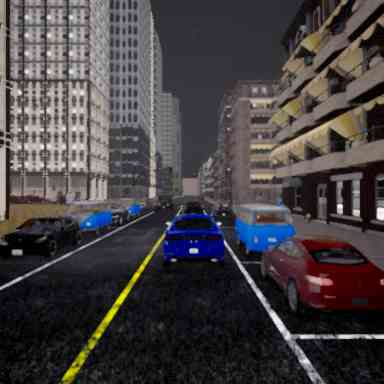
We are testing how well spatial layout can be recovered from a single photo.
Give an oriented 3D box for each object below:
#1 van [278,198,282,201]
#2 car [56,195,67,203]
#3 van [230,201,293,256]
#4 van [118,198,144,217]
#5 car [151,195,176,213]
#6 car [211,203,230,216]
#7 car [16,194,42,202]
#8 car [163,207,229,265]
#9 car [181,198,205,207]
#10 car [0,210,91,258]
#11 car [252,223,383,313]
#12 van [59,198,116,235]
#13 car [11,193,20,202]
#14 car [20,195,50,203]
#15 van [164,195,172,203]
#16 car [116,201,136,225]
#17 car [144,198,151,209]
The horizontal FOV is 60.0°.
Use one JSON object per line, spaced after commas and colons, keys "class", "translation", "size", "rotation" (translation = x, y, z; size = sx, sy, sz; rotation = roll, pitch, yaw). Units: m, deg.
{"class": "van", "translation": [16.896, 1.887, 57.666], "size": [3.998, 1.788, 1.690], "rotation": [1, -1, 0]}
{"class": "car", "translation": [-21.165, 1.251, 57.694], "size": [4.097, 1.590, 1.967], "rotation": [1, -1, 0]}
{"class": "van", "translation": [2.683, 1.379, 13.034], "size": [1.690, 1.788, 3.998], "rotation": [0, 0, 0]}
{"class": "van", "translation": [-5.708, 1.431, 29.975], "size": [1.690, 1.788, 3.998], "rotation": [0, 0, 0]}
{"class": "car", "translation": [-3.109, 1.341, 39.161], "size": [2.150, 2.045, 5.566], "rotation": [0, 0, 0]}
{"class": "car", "translation": [2.673, 1.641, 29.979], "size": [2.008, 1.369, 4.403], "rotation": [0, 0, 0]}
{"class": "car", "translation": [-32.402, 1.193, 66.039], "size": [4.206, 1.307, 1.802], "rotation": [1, -1, 0]}
{"class": "car", "translation": [0.068, 1.512, 11.901], "size": [1.882, 1.535, 5.008], "rotation": [0, 0, 0]}
{"class": "car", "translation": [0.069, 1.596, 30.381], "size": [1.837, 1.490, 4.892], "rotation": [0, 0, 0]}
{"class": "car", "translation": [-5.697, 1.604, 13.028], "size": [1.947, 1.339, 4.313], "rotation": [0, 0, 0]}
{"class": "car", "translation": [2.687, 1.603, 7.384], "size": [1.802, 1.307, 4.206], "rotation": [0, 0, 0]}
{"class": "van", "translation": [-5.701, 1.396, 18.677], "size": [1.690, 1.788, 3.998], "rotation": [0, 0, 0]}
{"class": "car", "translation": [-32.311, 0.911, 57.665], "size": [5.009, 1.841, 2.192], "rotation": [1, -1, 0]}
{"class": "car", "translation": [-26.742, 1.286, 57.675], "size": [4.206, 1.307, 1.802], "rotation": [1, -1, 0]}
{"class": "van", "translation": [-5.738, 1.603, 79.394], "size": [1.690, 1.788, 3.998], "rotation": [0, 0, 0]}
{"class": "car", "translation": [-5.704, 1.623, 24.325], "size": [2.008, 1.369, 4.403], "rotation": [0, 0, 0]}
{"class": "car", "translation": [-5.718, 1.586, 46.920], "size": [1.967, 1.590, 4.097], "rotation": [0, 0, 0]}
